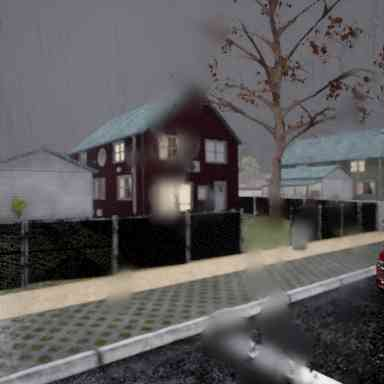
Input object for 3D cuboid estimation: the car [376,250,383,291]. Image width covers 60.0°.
[{"bbox_3d":[6.141,1.437,7.696,5.008,1.535,1.882,0,0,-37],"label":"car"}]
